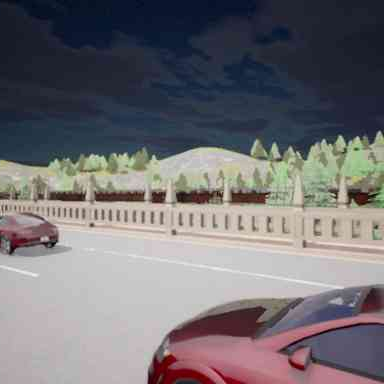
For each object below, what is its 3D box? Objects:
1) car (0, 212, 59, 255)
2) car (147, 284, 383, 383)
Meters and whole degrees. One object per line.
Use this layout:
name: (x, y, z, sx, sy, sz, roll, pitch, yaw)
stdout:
car: (-7.244, 1.558, 13.467, 4.674, 1.442, 1.812, 0, 0, 36)
car: (1.606, 1.564, 2.846, 4.181, 1.385, 1.994, 0, 0, 36)
